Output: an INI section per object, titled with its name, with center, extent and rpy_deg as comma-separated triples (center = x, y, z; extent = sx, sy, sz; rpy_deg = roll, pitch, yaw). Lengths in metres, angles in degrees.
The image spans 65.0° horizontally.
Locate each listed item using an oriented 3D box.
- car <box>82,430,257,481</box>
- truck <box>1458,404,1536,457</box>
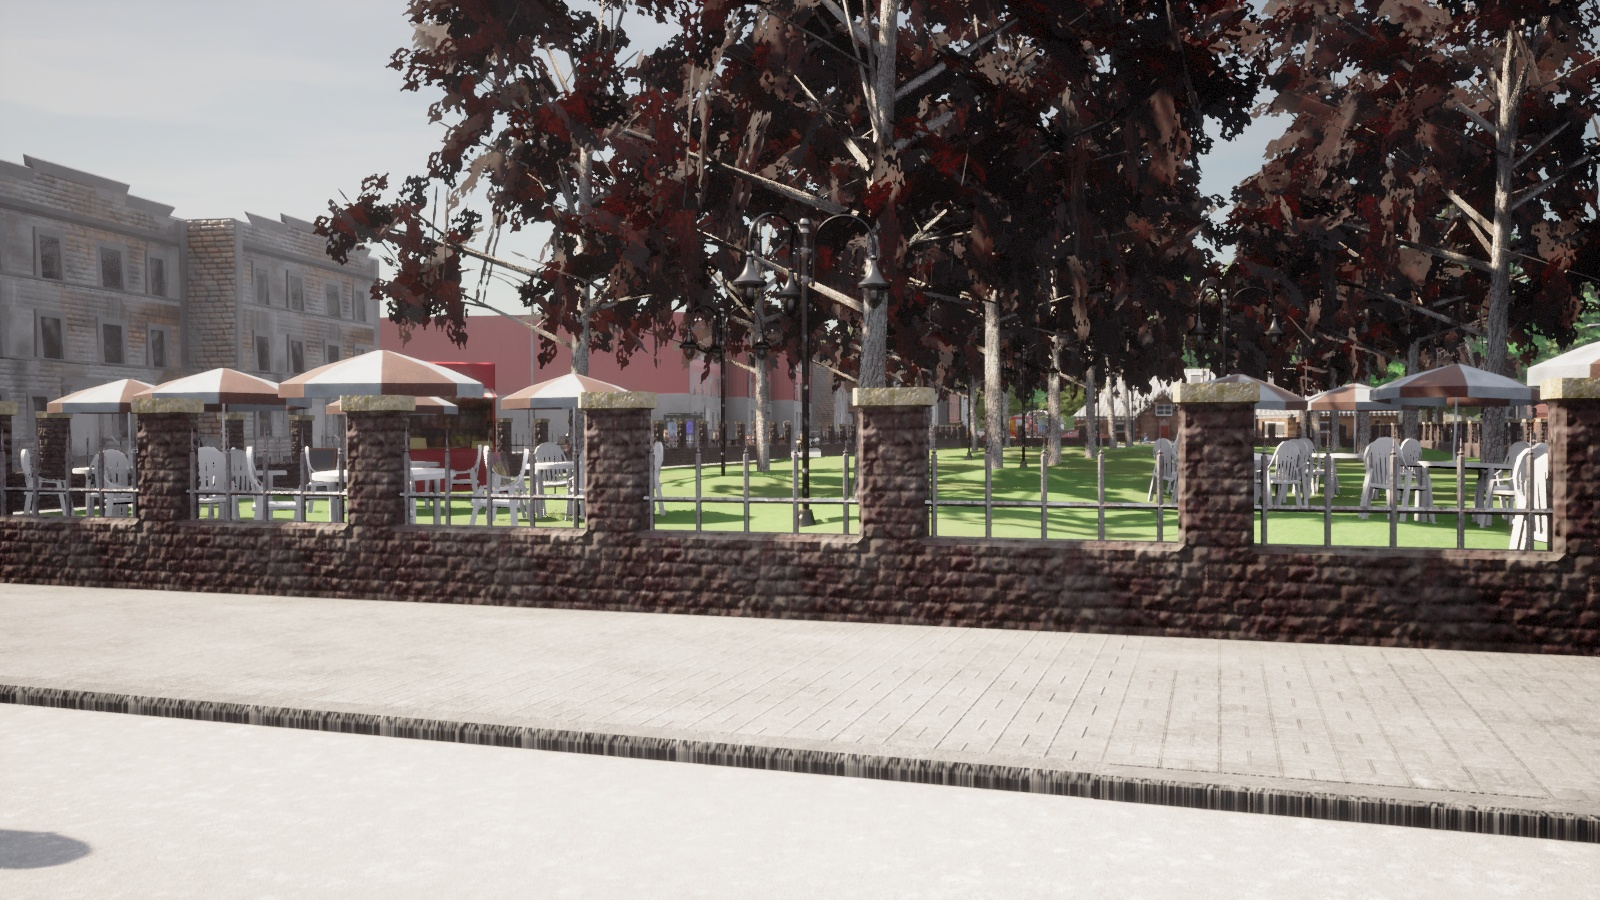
[car]
center = -19.670, 0.121, 39.450
extent = 2.163, 1.488, 4.792
rpy_deg = 1, 1, 18
[truck]
center = 47.844, -1.360, 86.422
extent = 2.891, 3.462, 7.936
rpy_deg = 0, 1, 15
